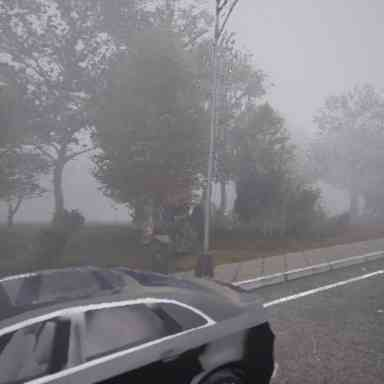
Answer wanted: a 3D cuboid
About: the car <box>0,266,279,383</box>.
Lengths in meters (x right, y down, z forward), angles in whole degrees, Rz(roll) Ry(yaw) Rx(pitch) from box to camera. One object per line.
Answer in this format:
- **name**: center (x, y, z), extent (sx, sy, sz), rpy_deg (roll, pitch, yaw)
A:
- **car**: center (-1.416, 1.491, 2.672), extent (4.902, 1.511, 2.128), rpy_deg (0, 0, -36)
